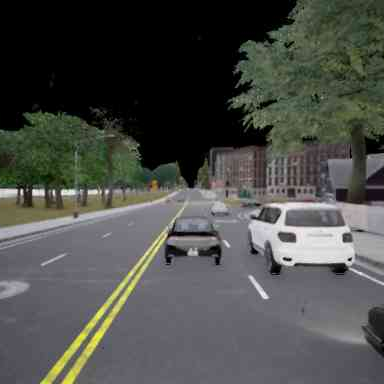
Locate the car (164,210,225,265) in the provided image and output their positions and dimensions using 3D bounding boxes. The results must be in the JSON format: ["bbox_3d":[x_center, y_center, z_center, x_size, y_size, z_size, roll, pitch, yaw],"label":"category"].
[{"bbox_3d":[0.047,1.633,12.274,2.128,1.511,4.902,0,-1,0],"label":"car"}]

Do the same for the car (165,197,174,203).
[{"bbox_3d":[-6.488,2.190,93.181,2.097,1.767,4.553,0,0,0],"label":"car"}]

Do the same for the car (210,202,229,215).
[{"bbox_3d":[3.260,1.980,39.904,1.812,1.442,4.674,0,-1,0],"label":"car"}]

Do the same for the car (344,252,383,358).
[{"bbox_3d":[3.250,1.573,2.107,2.033,1.411,5.357,0,-1,0],"label":"car"}]

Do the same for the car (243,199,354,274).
[{"bbox_3d":[3.284,1.351,11.136,2.150,2.045,5.566,0,0,0],"label":"car"}]

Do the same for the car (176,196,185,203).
[{"bbox_3d":[-3.238,2.335,93.151,1.837,1.490,4.892,0,0,0],"label":"car"}]
